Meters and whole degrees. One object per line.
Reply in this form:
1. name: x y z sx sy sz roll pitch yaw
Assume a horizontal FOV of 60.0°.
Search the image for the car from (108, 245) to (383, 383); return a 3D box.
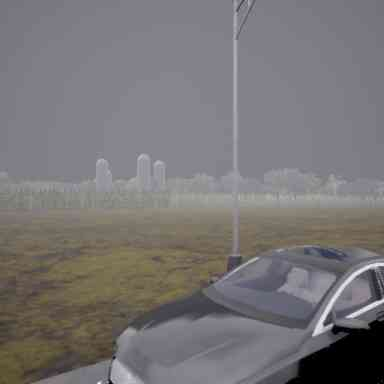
1. car: 1.439 1.493 4.084 4.902 1.511 2.128 0 0 -35
